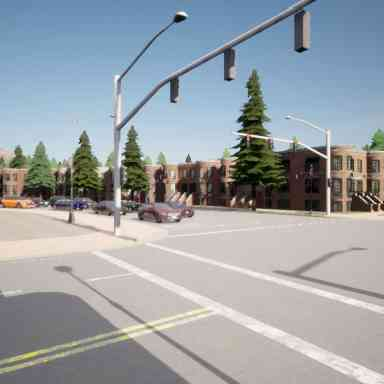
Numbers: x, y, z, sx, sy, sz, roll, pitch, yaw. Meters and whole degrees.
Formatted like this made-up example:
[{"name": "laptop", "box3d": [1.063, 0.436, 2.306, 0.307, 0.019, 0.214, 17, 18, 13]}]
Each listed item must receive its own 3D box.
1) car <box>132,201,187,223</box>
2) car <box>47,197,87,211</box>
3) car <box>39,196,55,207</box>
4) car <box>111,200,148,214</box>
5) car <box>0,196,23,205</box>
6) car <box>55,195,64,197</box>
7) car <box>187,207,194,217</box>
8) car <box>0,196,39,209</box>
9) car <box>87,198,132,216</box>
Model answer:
[{"name": "car", "box3d": [-2.598, 1.526, 25.546, 1.812, 1.442, 4.674, 0, 0, -35]}, {"name": "car", "box3d": [-14.971, 1.601, 39.995, 4.718, 1.301, 1.895, 0, 0, 38]}, {"name": "car", "box3d": [-23.286, 1.492, 49.070, 4.902, 1.511, 2.128, 0, 0, 23]}, {"name": "car", "box3d": [-6.977, 1.601, 36.992, 1.895, 1.301, 4.718, 0, 0, -41]}, {"name": "car", "box3d": [-32.892, 1.492, 58.985, 4.902, 1.511, 2.128, 0, 0, 9]}, {"name": "car", "box3d": [-22.896, 1.352, 56.403, 4.553, 1.767, 2.097, 0, 0, 21]}, {"name": "car", "box3d": [-1.613, 1.564, 30.066, 1.994, 1.385, 4.181, 0, 0, -37]}, {"name": "car", "box3d": [-23.695, 1.352, 45.390, 4.553, 1.767, 2.097, 0, 0, 25]}, {"name": "car", "box3d": [-8.279, 1.547, 33.224, 2.033, 1.411, 5.357, 0, 0, -38]}]
